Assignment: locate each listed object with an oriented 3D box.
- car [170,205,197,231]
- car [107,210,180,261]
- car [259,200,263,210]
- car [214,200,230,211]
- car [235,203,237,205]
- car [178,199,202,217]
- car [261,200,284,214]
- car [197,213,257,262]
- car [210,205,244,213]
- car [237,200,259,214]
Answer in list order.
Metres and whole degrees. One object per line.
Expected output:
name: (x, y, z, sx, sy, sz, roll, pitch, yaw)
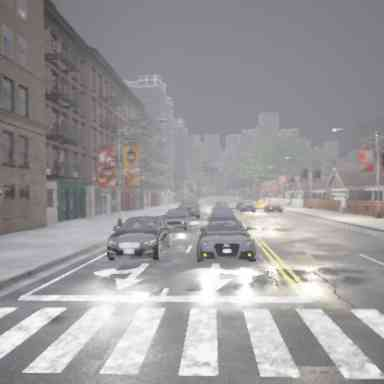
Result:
car: (-1.040, 1.919, 23.963, 2.033, 1.411, 5.357, -1, -1, 4)
car: (-1.929, 1.727, 13.401, 2.128, 1.511, 4.902, -1, -1, 4)
car: (11.222, 2.034, 52.586, 1.882, 1.535, 5.008, -1, -1, 5)
car: (4.258, 1.865, 47.312, 2.033, 1.411, 5.357, -1, -1, 5)
car: (7.984, 2.122, 52.854, 1.837, 1.490, 4.892, -1, -1, 5)
car: (-0.150, 1.728, 34.564, 2.150, 2.045, 5.566, -1, -1, 5)
car: (10.423, 2.035, 42.686, 1.895, 1.301, 4.718, -1, -1, 5)
car: (1.283, 1.732, 12.655, 1.994, 1.385, 4.181, -1, -1, 4)
car: (2.061, 1.836, 21.971, 2.033, 1.411, 5.357, -1, -1, 4)
car: (7.202, 2.022, 43.062, 1.812, 1.442, 4.674, -1, -1, 5)
